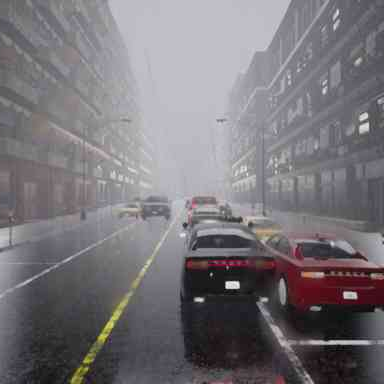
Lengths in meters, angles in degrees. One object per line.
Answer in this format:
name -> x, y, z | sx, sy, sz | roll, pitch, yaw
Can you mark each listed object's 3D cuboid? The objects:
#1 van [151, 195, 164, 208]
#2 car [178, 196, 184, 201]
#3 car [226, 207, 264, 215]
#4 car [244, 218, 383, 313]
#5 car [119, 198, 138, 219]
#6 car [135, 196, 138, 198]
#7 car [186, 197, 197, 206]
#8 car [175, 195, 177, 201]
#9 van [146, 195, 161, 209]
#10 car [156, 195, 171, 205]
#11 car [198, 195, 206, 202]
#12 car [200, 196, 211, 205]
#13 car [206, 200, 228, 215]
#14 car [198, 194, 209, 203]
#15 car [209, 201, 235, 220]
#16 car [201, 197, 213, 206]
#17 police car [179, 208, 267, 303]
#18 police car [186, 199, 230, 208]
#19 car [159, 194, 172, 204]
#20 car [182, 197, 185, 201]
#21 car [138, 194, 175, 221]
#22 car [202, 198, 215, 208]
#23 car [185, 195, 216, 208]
van -> -5.335, 1.430, 51.938 | 1.690, 1.788, 3.998 | 1, 0, 0
car -> -2.825, 1.775, 91.633 | 1.812, 1.442, 4.674 | 0, -1, 0
car -> 2.573, 1.535, 13.339 | 1.752, 1.417, 4.829 | 1, 0, 0
car -> 2.577, 1.549, 7.637 | 1.887, 1.381, 4.507 | 1, 0, 0
car -> -5.320, 1.561, 29.646 | 1.752, 1.417, 4.829 | 2, 0, 0
car -> -5.319, 1.362, 35.348 | 2.192, 1.841, 5.009 | 2, 0, 0
car -> -0.048, 1.638, 59.027 | 1.812, 1.442, 4.674 | 0, 0, 0
car -> -5.363, 1.758, 79.591 | 1.947, 1.339, 4.313 | 1, 0, 0
van -> -5.329, 1.413, 46.406 | 1.690, 1.788, 3.998 | 2, 0, 0
car -> -5.343, 1.441, 62.999 | 2.192, 1.841, 5.009 | 1, 0, 0
car -> 2.482, 1.657, 85.070 | 1.967, 1.590, 4.097 | 1, 0, 0
car -> 2.542, 1.566, 62.945 | 1.967, 1.590, 4.097 | 1, 0, 0
car -> 2.554, 1.597, 35.291 | 2.008, 1.369, 4.403 | 1, 0, 0
car -> 2.494, 1.483, 74.007 | 2.192, 1.841, 5.009 | 1, 0, 0
car -> 2.559, 1.581, 29.759 | 1.887, 1.381, 4.507 | 1, 0, 0
car -> 2.537, 1.651, 57.413 | 1.887, 1.381, 4.507 | 1, 0, 0
police car -> 0.701, 1.431, 8.410 | 1.930, 1.638, 5.238 | 0, 0, 0
police car -> 0.809, 1.442, 18.415 | 1.930, 1.638, 5.238 | 0, 0, 0
car -> -5.347, 1.462, 68.529 | 2.192, 1.841, 5.009 | 1, 0, 0
car -> -0.022, 1.672, 45.914 | 1.895, 1.301, 4.718 | 0, 0, 0
car -> -2.873, 1.254, 28.305 | 2.150, 2.045, 5.566 | 0, 0, 0
car -> 2.541, 1.633, 51.883 | 1.887, 1.381, 4.507 | 1, 0, 0
car -> 0.805, 1.251, 24.340 | 2.150, 2.045, 5.566 | 0, 0, 0
